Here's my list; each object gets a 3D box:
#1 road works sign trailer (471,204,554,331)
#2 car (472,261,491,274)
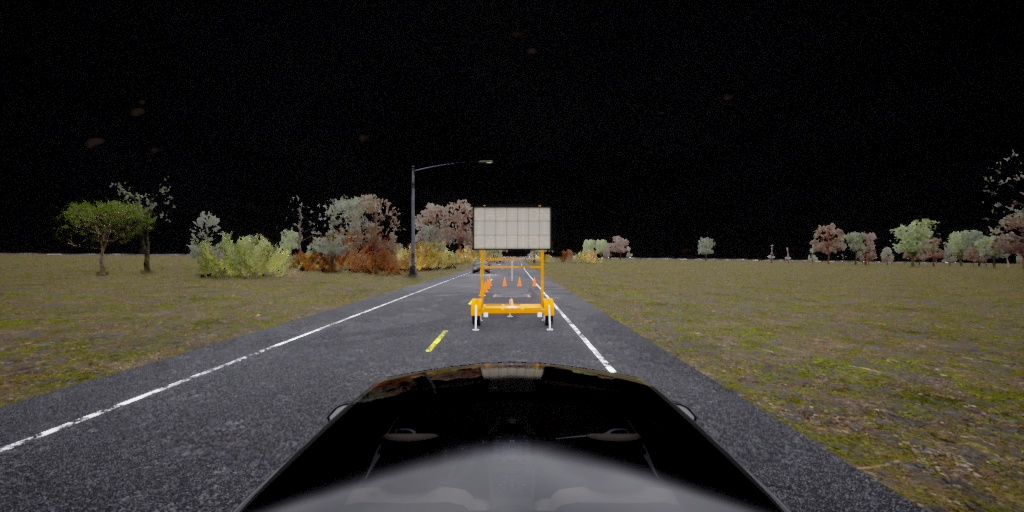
[{"bbox_3d":[0.004,0.218,11.040,2.380,3.560,2.880,0,0,-1],"label":"road works sign trailer"},{"bbox_3d":[-3.434,1.276,40.808,1.837,1.490,4.892,0,0,0],"label":"car"}]
